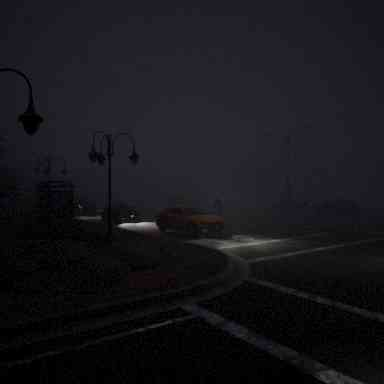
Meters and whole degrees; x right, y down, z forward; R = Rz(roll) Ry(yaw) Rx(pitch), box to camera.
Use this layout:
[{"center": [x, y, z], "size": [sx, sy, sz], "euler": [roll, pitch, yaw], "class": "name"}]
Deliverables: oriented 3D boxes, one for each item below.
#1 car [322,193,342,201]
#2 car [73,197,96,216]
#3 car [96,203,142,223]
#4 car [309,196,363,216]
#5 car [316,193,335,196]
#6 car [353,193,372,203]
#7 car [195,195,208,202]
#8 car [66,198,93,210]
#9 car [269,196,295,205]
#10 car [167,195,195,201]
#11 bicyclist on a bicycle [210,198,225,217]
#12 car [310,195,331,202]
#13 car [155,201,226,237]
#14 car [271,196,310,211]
[{"center": [31.386, 1.112, 74.614], "size": [1.905, 1.878, 3.866], "euler": [0, 0, -36], "class": "car"}, {"center": [-10.945, 1.370, 33.360], "size": [2.097, 1.767, 4.553], "euler": [0, 0, -36], "class": "car"}, {"center": [-5.526, 1.582, 25.896], "size": [1.994, 1.385, 4.181], "euler": [0, 0, -36], "class": "car"}, {"center": [13.041, 1.397, 30.203], "size": [1.845, 1.501, 3.633], "euler": [0, 0, -36], "class": "car"}, {"center": [22.716, 1.329, 59.651], "size": [2.007, 1.523, 4.514], "euler": [0, 0, -36], "class": "car"}, {"center": [33.275, 1.132, 66.299], "size": [1.932, 1.855, 4.605], "euler": [0, 0, -36], "class": "car"}, {"center": [0.452, 1.355, 53.264], "size": [2.152, 1.636, 5.027], "euler": [0, 0, -36], "class": "car"}, {"center": [-15.412, 1.545, 45.388], "size": [1.812, 1.442, 4.674], "euler": [0, 0, -40], "class": "car"}, {"center": [14.553, 1.347, 53.887], "size": [1.845, 1.501, 3.633], "euler": [0, 0, -36], "class": "car"}, {"center": [-2.072, 1.363, 51.402], "size": [2.007, 1.523, 4.514], "euler": [0, 0, -36], "class": "car"}, {"center": [2.183, 1.321, 28.006], "size": [1.656, 1.620, 0.582], "euler": [0, 0, -36], "class": "bicyclist on a bicycle"}, {"center": [28.324, 1.395, 73.183], "size": [1.970, 1.475, 3.806], "euler": [0, 0, -36], "class": "car"}, {"center": [-0.201, 1.496, 18.562], "size": [1.882, 1.535, 5.008], "euler": [0, 0, -36], "class": "car"}, {"center": [11.162, 1.408, 37.977], "size": [1.970, 1.475, 3.806], "euler": [0, 0, -36], "class": "car"}]
